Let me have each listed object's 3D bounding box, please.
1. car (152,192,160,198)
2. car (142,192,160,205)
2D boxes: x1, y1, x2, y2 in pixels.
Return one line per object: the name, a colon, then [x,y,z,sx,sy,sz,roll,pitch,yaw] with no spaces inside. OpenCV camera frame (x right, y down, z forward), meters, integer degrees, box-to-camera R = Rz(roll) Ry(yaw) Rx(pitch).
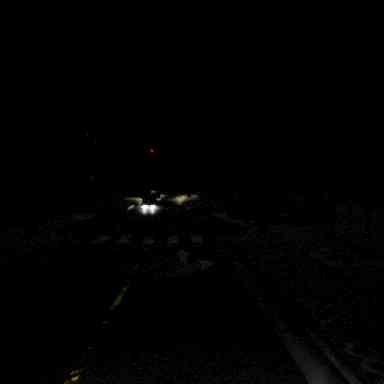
car: [-8.878,0.691,82.569,1.812,1.442,4.674,0,1,-3]
car: [-5.968,1.093,46.564,2.128,1.511,4.902,0,2,-5]
